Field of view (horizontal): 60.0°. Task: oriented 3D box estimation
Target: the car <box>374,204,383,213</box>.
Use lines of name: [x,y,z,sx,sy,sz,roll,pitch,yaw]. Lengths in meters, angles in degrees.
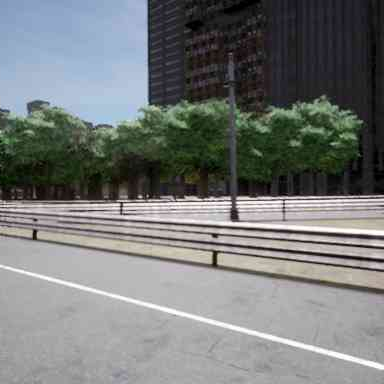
car: [17.325,0.995,26.271,5.357,1.411,2.033,-1,0,-4]
